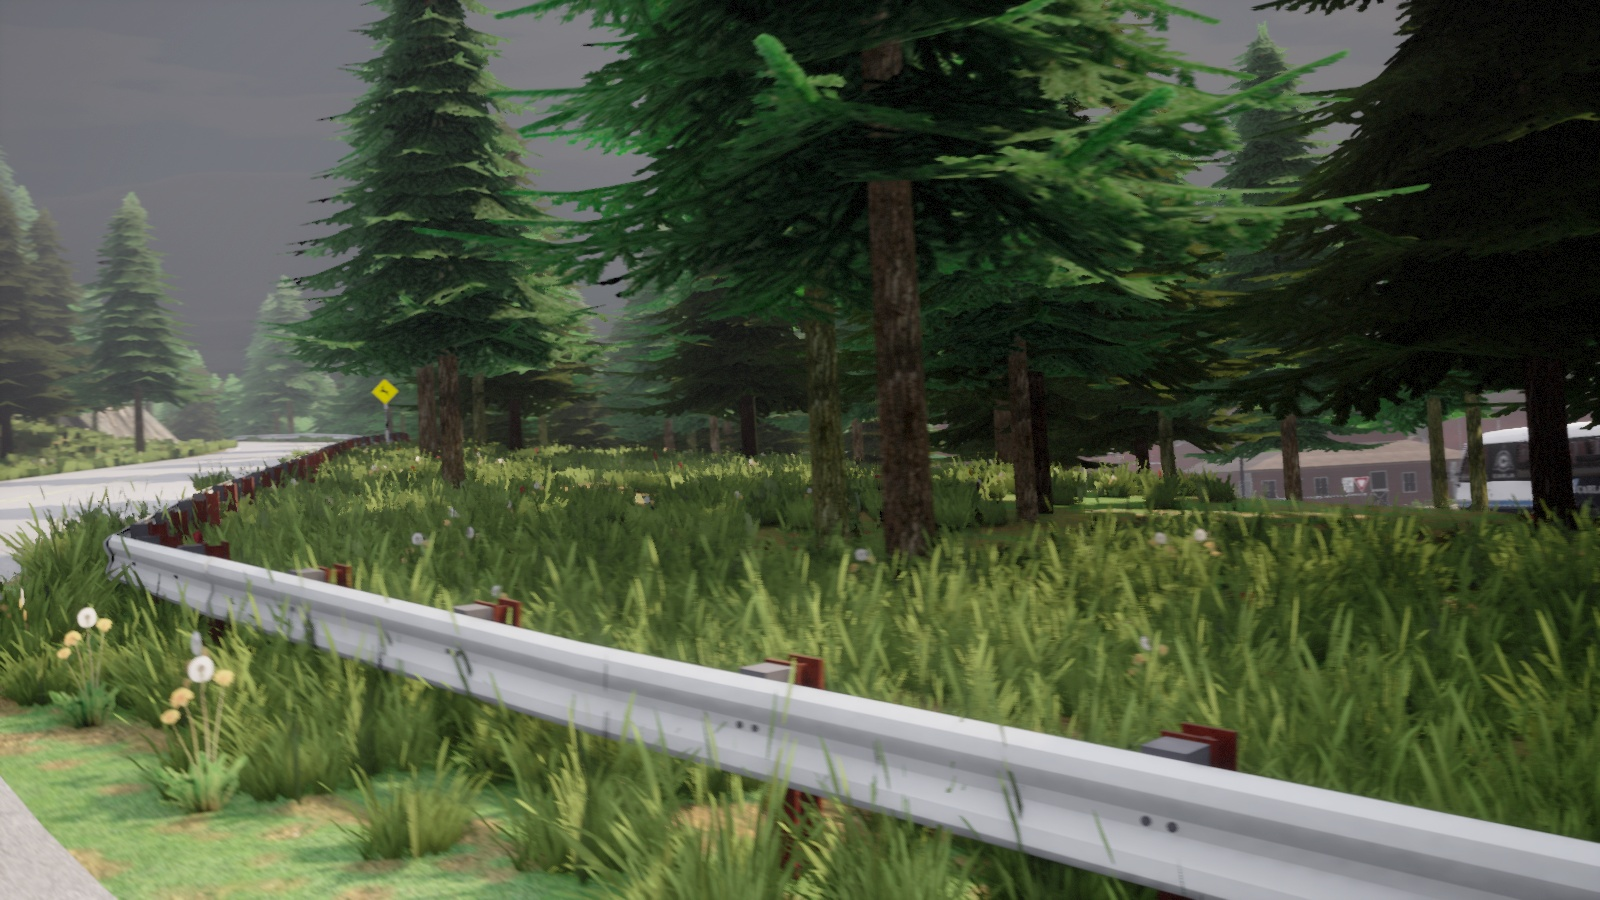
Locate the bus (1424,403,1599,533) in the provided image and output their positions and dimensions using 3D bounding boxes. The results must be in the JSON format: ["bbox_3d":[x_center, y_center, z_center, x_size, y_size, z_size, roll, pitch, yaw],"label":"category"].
[{"bbox_3d":[27.637,0.658,45.149,3.944,4.253,10.273,-4,-2,-7],"label":"bus"}]
